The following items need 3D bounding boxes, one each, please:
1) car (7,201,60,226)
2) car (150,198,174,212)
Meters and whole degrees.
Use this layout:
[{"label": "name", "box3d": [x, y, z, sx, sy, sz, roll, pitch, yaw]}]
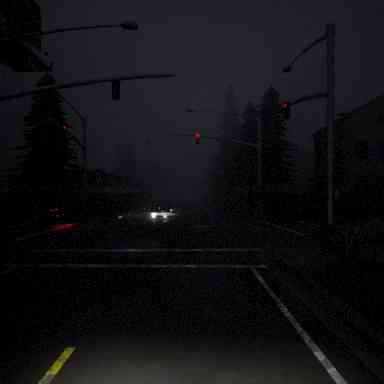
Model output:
[{"label": "car", "box3d": [-11.092, 1.317, 21.395, 4.902, 1.511, 2.128, 1, 0, -1]}, {"label": "car", "box3d": [-3.516, 1.564, 37.988, 1.994, 1.385, 4.181, 0, 0, 0]}]
